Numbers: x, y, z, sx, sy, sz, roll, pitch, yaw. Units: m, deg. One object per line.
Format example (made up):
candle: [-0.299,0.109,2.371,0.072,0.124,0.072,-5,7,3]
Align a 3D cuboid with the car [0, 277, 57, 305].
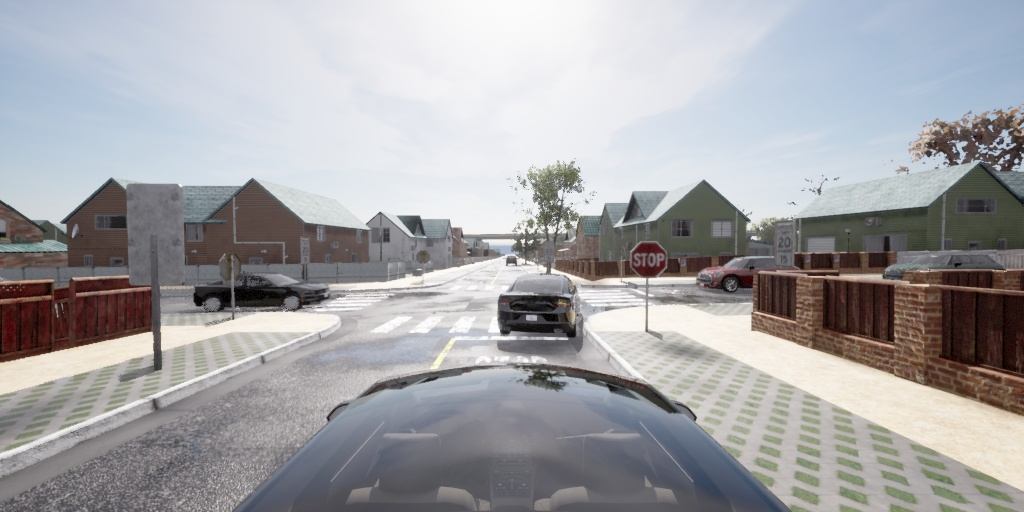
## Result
car: [-21.934,1.612,14.791,5.008,1.535,1.882,-1,2,-1]

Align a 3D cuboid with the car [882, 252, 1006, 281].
car: [21.680,0.646,18.092,4.553,1.767,2.097,-1,2,0]

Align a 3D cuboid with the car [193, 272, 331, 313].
car: [-10.235,1.413,14.885,5.008,1.535,1.882,-1,2,0]

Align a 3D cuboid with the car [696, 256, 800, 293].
car: [11.785,0.820,18.008,4.553,1.767,2.097,-1,2,0]

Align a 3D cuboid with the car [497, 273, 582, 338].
car: [0.947,1.224,10.384,1.882,1.535,5.008,0,0,12]
